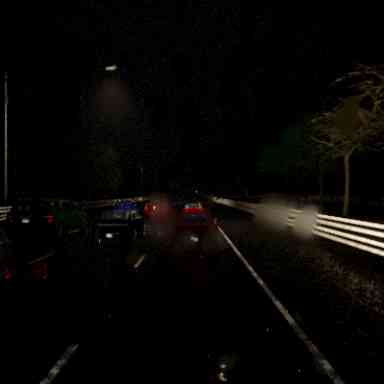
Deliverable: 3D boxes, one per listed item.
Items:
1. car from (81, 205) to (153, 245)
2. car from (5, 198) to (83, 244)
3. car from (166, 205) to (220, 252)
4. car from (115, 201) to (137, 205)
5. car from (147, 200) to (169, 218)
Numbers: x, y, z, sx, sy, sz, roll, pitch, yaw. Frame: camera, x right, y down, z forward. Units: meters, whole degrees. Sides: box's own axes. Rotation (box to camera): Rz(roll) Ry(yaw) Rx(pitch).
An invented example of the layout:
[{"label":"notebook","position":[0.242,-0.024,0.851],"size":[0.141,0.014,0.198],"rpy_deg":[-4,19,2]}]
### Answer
[{"label":"car","position":[-3.392,1.584,16.062],"size":[2.128,1.511,4.902],"rpy_deg":[0,0,0]},{"label":"car","position":[-6.890,1.316,16.473],"size":[2.150,2.045,5.566],"rpy_deg":[0,0,0]},{"label":"car","position":[0.105,1.561,14.380],"size":[1.882,1.535,5.008],"rpy_deg":[0,0,0]},{"label":"car","position":[-6.876,1.665,34.353],"size":[1.882,1.535,5.008],"rpy_deg":[0,0,0]},{"label":"car","position":[-3.378,1.531,32.599],"size":[2.097,1.767,4.553],"rpy_deg":[0,0,0]}]
